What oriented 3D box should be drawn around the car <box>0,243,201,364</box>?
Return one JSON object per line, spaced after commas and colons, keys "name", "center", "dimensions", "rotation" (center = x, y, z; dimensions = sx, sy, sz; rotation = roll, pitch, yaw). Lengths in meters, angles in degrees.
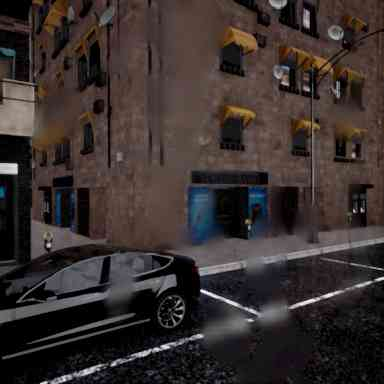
{"name": "car", "center": [-1.837, 1.566, 5.256], "dimensions": [4.313, 1.339, 1.947], "rotation": [0, 0, -36]}
